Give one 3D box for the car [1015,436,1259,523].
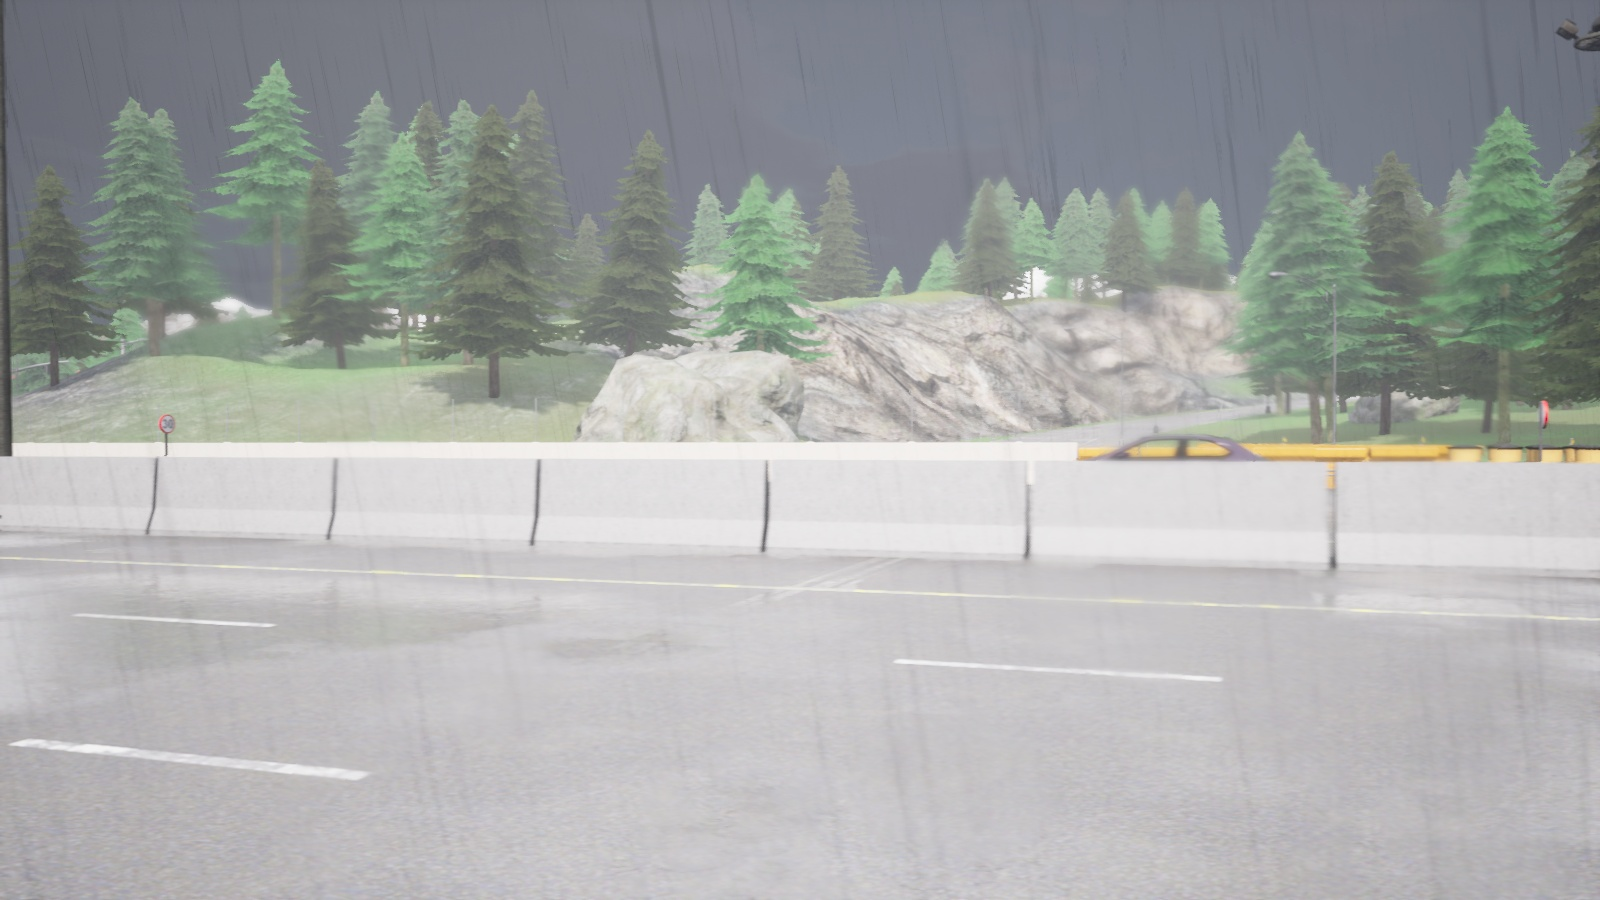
[{"bbox_3d":[6.232,0.491,23.251,4.193,1.474,1.816,0,1,19],"label":"car"}]
